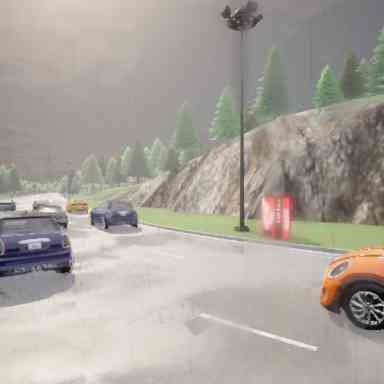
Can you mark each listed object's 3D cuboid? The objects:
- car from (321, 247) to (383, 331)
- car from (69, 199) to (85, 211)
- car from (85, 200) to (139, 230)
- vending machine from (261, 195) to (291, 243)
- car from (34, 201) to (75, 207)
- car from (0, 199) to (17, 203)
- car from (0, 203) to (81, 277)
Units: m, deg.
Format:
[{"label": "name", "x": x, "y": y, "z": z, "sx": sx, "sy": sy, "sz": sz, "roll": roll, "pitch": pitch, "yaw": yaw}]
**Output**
[{"label": "car", "x": 4.564, "y": 1.351, "z": 5.402, "sx": 4.553, "sy": 1.767, "sz": 2.097, "roll": 0, "pitch": 0, "yaw": 34}, {"label": "car", "x": -12.657, "y": 1.478, "z": 36.649, "sx": 1.882, "sy": 1.535, "sz": 5.008, "roll": 0, "pitch": 0, "yaw": -25}, {"label": "car", "x": -5.155, "y": 1.352, "z": 21.544, "sx": 2.097, "sy": 1.767, "sz": 4.553, "roll": 0, "pitch": 0, "yaw": -30}, {"label": "vending machine", "x": 3.882, "y": 1.195, "z": 15.396, "sx": 1.100, "sy": 2.100, "sz": 0.880, "roll": 0, "pitch": 0, "yaw": -44}, {"label": "car", "x": -9.084, "y": 1.547, "z": 21.220, "sx": 2.033, "sy": 1.411, "sz": 5.357, "roll": 0, "pitch": 0, "yaw": -28}, {"label": "car", "x": -19.848, "y": 1.491, "z": 35.483, "sx": 2.128, "sy": 1.511, "sz": 4.902, "roll": 0, "pitch": 0, "yaw": -25}, {"label": "car", "x": -5.293, "y": 1.351, "z": 9.703, "sx": 2.097, "sy": 1.767, "sz": 4.553, "roll": 0, "pitch": 0, "yaw": -43}]
